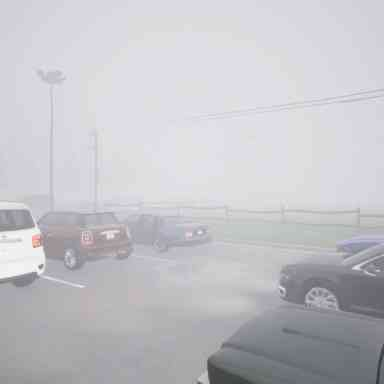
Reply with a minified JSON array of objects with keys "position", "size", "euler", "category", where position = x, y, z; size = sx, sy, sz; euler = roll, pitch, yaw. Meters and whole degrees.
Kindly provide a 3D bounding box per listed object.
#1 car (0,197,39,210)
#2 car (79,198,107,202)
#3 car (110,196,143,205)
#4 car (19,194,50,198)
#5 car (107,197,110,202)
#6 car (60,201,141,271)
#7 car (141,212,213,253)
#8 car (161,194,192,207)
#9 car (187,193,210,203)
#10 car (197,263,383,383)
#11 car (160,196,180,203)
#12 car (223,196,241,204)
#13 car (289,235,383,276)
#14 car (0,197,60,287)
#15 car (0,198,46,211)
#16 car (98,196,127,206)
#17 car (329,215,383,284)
[{"position":[-23.255,1.492,44.224],"size":[2.128,1.511,4.902],"euler":[0,0,35],"category":"car"},{"position":[-11.980,1.601,35.937],"size":[1.895,1.301,4.718],"euler":[0,0,35],"category":"car"},{"position":[-9.704,1.352,51.112],"size":[2.097,1.767,4.553],"euler":[0,0,36],"category":"car"},{"position":[-18.764,1.223,38.379],"size":[2.150,2.045,5.566],"euler":[0,0,34],"category":"car"},{"position":[-12.365,1.504,53.402],"size":[1.837,1.490,4.892],"euler":[0,0,36],"category":"car"},{"position":[-4.176,1.352,11.222],"size":[4.553,1.767,2.097],"euler":[0,0,36],"category":"car"},{"position":[-1.740,1.547,13.782],"size":[5.357,1.411,2.033],"euler":[0,0,36],"category":"car"},{"position":[-2.542,1.504,49.052],"size":[1.837,1.490,4.892],"euler":[0,0,36],"category":"car"},{"position":[1.704,1.351,66.618],"size":[2.097,1.767,4.553],"euler":[0,0,37],"category":"car"},{"position":[2.378,1.601,2.295],"size":[4.718,1.301,1.895],"euler":[0,0,36],"category":"car"},{"position":[-4.643,1.553,69.738],"size":[1.994,1.385,4.181],"euler":[0,0,36],"category":"car"},{"position":[7.710,1.525,63.017],"size":[1.812,1.442,4.674],"euler":[0,0,37],"category":"car"},{"position":[3.912,1.506,5.501],"size":[4.892,1.490,1.837],"euler":[0,0,35],"category":"car"},{"position":[-5.845,1.221,8.109],"size":[5.566,2.045,2.150],"euler":[0,0,36],"category":"car"},{"position":[-20.998,1.506,41.317],"size":[1.837,1.490,4.892],"euler":[0,0,34],"category":"car"},{"position":[-13.681,1.504,57.521],"size":[1.837,1.490,4.892],"euler":[0,0,36],"category":"car"},{"position":[6.222,1.478,8.154],"size":[5.008,1.535,1.882],"euler":[0,0,36],"category":"car"}]
